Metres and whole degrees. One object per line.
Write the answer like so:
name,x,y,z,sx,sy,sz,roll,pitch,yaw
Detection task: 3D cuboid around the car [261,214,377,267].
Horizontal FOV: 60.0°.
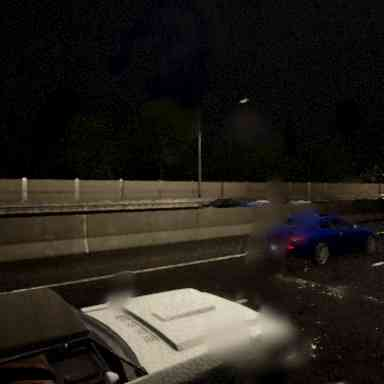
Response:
car,4.305,1.453,11.115,4.674,1.442,1.812,-1,0,-35

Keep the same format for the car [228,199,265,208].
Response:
car,5.806,1.438,29.624,4.718,1.301,1.895,-1,0,-35

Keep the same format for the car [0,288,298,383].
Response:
car,-1.240,1.597,2.862,4.718,1.301,1.895,-1,0,-35

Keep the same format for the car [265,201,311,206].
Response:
car,8.516,1.432,27.258,4.718,1.301,1.895,-1,0,-35

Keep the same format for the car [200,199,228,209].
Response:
car,2.885,1.371,31.839,4.674,1.442,1.812,-1,0,-35
